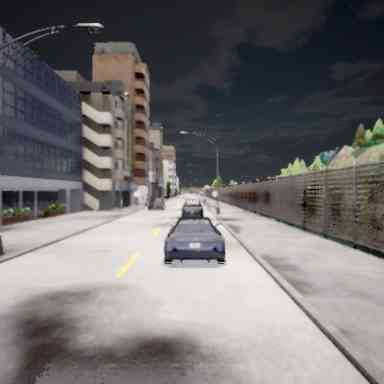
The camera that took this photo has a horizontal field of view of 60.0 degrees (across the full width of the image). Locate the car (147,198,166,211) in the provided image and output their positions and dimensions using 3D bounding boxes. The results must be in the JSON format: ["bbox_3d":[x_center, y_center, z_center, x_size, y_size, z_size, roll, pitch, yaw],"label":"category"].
[{"bbox_3d":[-4.144,1.456,39.527,1.837,1.490,4.892,0,0,0],"label":"car"}]

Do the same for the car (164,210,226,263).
[{"bbox_3d":[0.085,1.547,11.868,1.994,1.385,4.181,0,0,0],"label":"car"}]

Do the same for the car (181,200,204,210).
[{"bbox_3d":[0.055,1.451,29.558,2.128,1.511,4.902,0,0,0],"label":"car"}]
